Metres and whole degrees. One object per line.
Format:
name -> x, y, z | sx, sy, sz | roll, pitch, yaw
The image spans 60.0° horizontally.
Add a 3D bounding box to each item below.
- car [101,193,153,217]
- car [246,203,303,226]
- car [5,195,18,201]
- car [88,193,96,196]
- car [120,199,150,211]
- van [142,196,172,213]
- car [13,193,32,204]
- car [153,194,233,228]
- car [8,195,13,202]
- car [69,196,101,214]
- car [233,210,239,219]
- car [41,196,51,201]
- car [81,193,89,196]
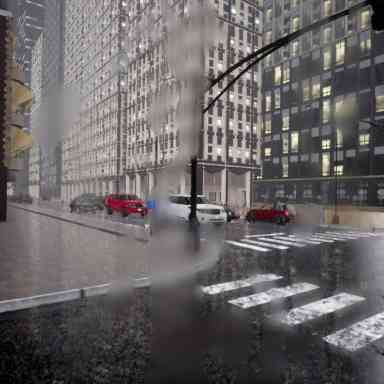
car -> -6.069, 1.155, 30.649 | 2.150, 2.045, 5.566 | 1, -1, -35
car -> 5.784, 1.505, 23.956 | 1.967, 1.590, 4.097 | 1, -1, -35
car -> -40.298, 1.377, 74.368 | 2.008, 1.369, 4.403 | 1, -1, -35
car -> -14.411, 1.380, 53.123 | 2.097, 1.767, 4.553 | 1, -1, -35
car -> -7.301, 1.584, 42.376 | 2.008, 1.369, 4.403 | 1, -1, -35
van -> -4.027, 1.382, 37.773 | 1.690, 1.788, 3.998 | 1, -1, -35
car -> -30.482, 1.155, 60.554 | 2.192, 1.841, 5.009 | 1, -1, -35
car -> -0.095, 1.170, 22.241 | 2.150, 2.045, 5.566 | 1, -1, -35
car -> -37.028, 1.396, 69.762 | 1.947, 1.339, 4.313 | 1, -1, -35
car -> -10.862, 1.427, 32.920 | 2.008, 1.369, 4.403 | 1, -1, -35
car -> 1.302, 1.553, 25.587 | 2.033, 1.411, 5.357 | 1, -1, -33
car -> -36.738, 1.570, 83.824 | 1.802, 1.307, 4.206 | 1, -1, -35
car -> -17.496, 1.444, 52.259 | 1.882, 1.535, 5.008 | 1, 0, -35
